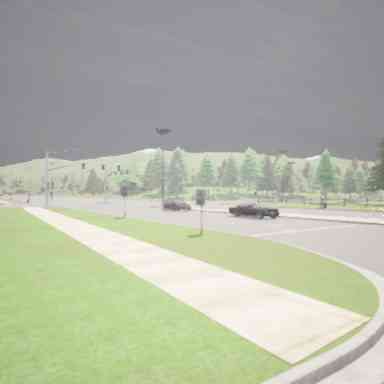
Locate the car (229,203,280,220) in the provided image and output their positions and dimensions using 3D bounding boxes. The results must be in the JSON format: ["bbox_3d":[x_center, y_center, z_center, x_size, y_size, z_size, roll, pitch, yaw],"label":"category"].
[{"bbox_3d":[5.477,1.653,29.482,1.895,1.301,4.718,0,0,-35],"label":"car"}]

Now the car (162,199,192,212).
[{"bbox_3d":[-1.896,1.578,40.152,1.812,1.442,4.674,0,0,-34],"label":"car"}]
